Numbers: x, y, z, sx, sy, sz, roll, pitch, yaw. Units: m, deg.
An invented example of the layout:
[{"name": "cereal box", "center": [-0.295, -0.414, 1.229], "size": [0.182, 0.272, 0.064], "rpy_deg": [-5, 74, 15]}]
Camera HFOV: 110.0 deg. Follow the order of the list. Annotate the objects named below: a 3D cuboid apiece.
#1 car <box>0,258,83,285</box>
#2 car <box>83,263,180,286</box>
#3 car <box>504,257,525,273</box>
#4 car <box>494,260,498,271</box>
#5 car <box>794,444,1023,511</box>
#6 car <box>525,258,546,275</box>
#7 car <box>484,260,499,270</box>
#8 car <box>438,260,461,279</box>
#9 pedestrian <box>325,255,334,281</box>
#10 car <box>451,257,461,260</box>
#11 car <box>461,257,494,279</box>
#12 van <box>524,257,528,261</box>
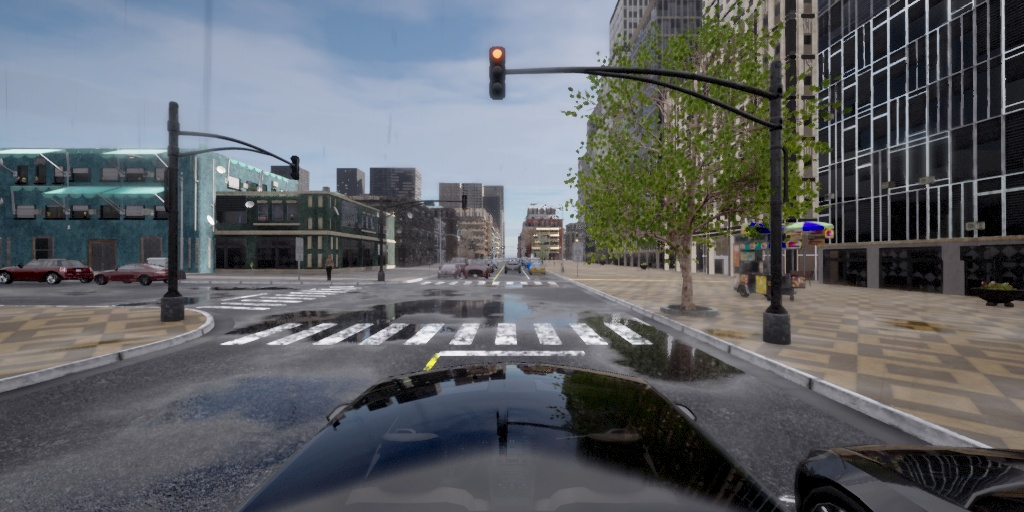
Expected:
[{"name": "car", "center": [-28.370, 0.879, 21.814], "size": [4.097, 1.591, 1.967], "rpy_deg": [0, 0, -1]}, {"name": "car", "center": [-22.822, 1.090, 21.892], "size": [4.207, 1.307, 1.802], "rpy_deg": [0, 0, -1]}, {"name": "car", "center": [0.098, 1.244, 43.504], "size": [2.128, 1.511, 4.902], "rpy_deg": [0, 0, 0]}, {"name": "car", "center": [-3.086, 1.245, 43.162], "size": [2.128, 1.511, 4.902], "rpy_deg": [0, 0, 0]}, {"name": "car", "center": [2.691, 1.316, 0.504], "size": [1.948, 1.339, 4.313], "rpy_deg": [0, 0, 0]}, {"name": "car", "center": [2.689, 1.278, 38.703], "size": [1.751, 1.417, 4.829], "rpy_deg": [0, 0, 0]}, {"name": "car", "center": [-3.064, 1.302, 55.828], "size": [2.033, 1.411, 5.357], "rpy_deg": [0, 0, 0]}, {"name": "car", "center": [-5.691, 1.334, 32.979], "size": [1.802, 1.307, 4.207], "rpy_deg": [0, 0, 0]}, {"name": "pedestrian", "center": [-12.751, 0.788, 24.984], "size": [0.375, 1.860, 0.375], "rpy_deg": [0, -1, -1]}, {"name": "car", "center": [-5.692, 1.067, 38.530], "size": [2.192, 1.841, 5.009], "rpy_deg": [0, 0, 0]}, {"name": "car", "center": [-3.092, 1.104, 32.748], "size": [2.097, 1.767, 4.553], "rpy_deg": [0, 0, 0]}, {"name": "van", "center": [2.688, 1.094, 44.085], "size": [1.690, 1.789, 3.998], "rpy_deg": [0, 0, 0]}]
